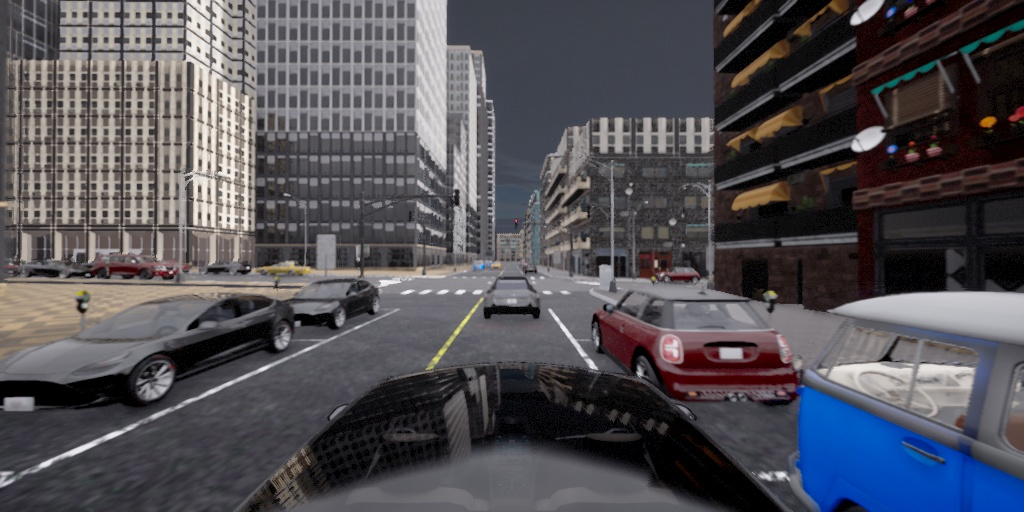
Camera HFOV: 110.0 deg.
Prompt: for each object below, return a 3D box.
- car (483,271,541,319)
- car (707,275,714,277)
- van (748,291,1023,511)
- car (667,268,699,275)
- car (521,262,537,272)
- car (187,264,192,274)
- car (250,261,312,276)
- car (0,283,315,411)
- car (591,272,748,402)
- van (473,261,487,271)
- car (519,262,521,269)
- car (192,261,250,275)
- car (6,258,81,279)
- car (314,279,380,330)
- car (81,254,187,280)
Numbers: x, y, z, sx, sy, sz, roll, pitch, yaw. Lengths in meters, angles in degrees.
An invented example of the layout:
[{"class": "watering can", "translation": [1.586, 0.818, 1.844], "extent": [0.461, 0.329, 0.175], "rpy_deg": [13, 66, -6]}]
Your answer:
[{"class": "car", "translation": [-0.008, 1.433, 13.494], "extent": [1.994, 1.385, 4.181], "rpy_deg": [0, -1, 0]}, {"class": "car", "translation": [21.338, 2.039, 35.083], "extent": [4.829, 1.417, 1.751], "rpy_deg": [0, 0, -1]}, {"class": "van", "translation": [2.691, 1.082, 0.777], "extent": [1.690, 1.789, 3.998], "rpy_deg": [0, 0, 0]}, {"class": "car", "translation": [15.986, 1.848, 35.019], "extent": [4.097, 1.591, 1.967], "rpy_deg": [0, 0, -1]}, {"class": "car", "translation": [2.651, 1.823, 51.215], "extent": [1.948, 1.339, 4.313], "rpy_deg": [0, 0, 0]}, {"class": "car", "translation": [-33.134, 1.057, 34.434], "extent": [4.207, 1.307, 1.802], "rpy_deg": [0, 0, -1]}, {"class": "car", "translation": [-22.071, 1.213, 34.653], "extent": [4.829, 1.417, 1.751], "rpy_deg": [0, 0, -1]}, {"class": "car", "translation": [-5.694, 1.362, 6.319], "extent": [1.948, 1.339, 4.313], "rpy_deg": [0, 0, 0]}, {"class": "car", "translation": [2.687, 1.237, 6.327], "extent": [1.967, 1.591, 4.097], "rpy_deg": [0, 0, 0]}, {"class": "van", "translation": [-5.738, 1.701, 61.174], "extent": [1.690, 1.789, 3.998], "rpy_deg": [0, 0, 0]}, {"class": "car", "translation": [2.642, 1.906, 61.181], "extent": [1.888, 1.381, 4.507], "rpy_deg": [0, 0, 0]}, {"class": "car", "translation": [-27.516, 1.147, 34.501], "extent": [4.313, 1.339, 1.948], "rpy_deg": [0, 0, -1]}, {"class": "car", "translation": [-33.025, 0.982, 26.054], "extent": [4.313, 1.339, 1.948], "rpy_deg": [0, 0, -1]}, {"class": "car", "translation": [-5.698, 1.415, 11.565], "extent": [1.948, 1.339, 4.313], "rpy_deg": [0, 0, 0]}, {"class": "car", "translation": [-27.406, 0.837, 26.120], "extent": [5.009, 1.841, 2.192], "rpy_deg": [0, 0, -1]}]
